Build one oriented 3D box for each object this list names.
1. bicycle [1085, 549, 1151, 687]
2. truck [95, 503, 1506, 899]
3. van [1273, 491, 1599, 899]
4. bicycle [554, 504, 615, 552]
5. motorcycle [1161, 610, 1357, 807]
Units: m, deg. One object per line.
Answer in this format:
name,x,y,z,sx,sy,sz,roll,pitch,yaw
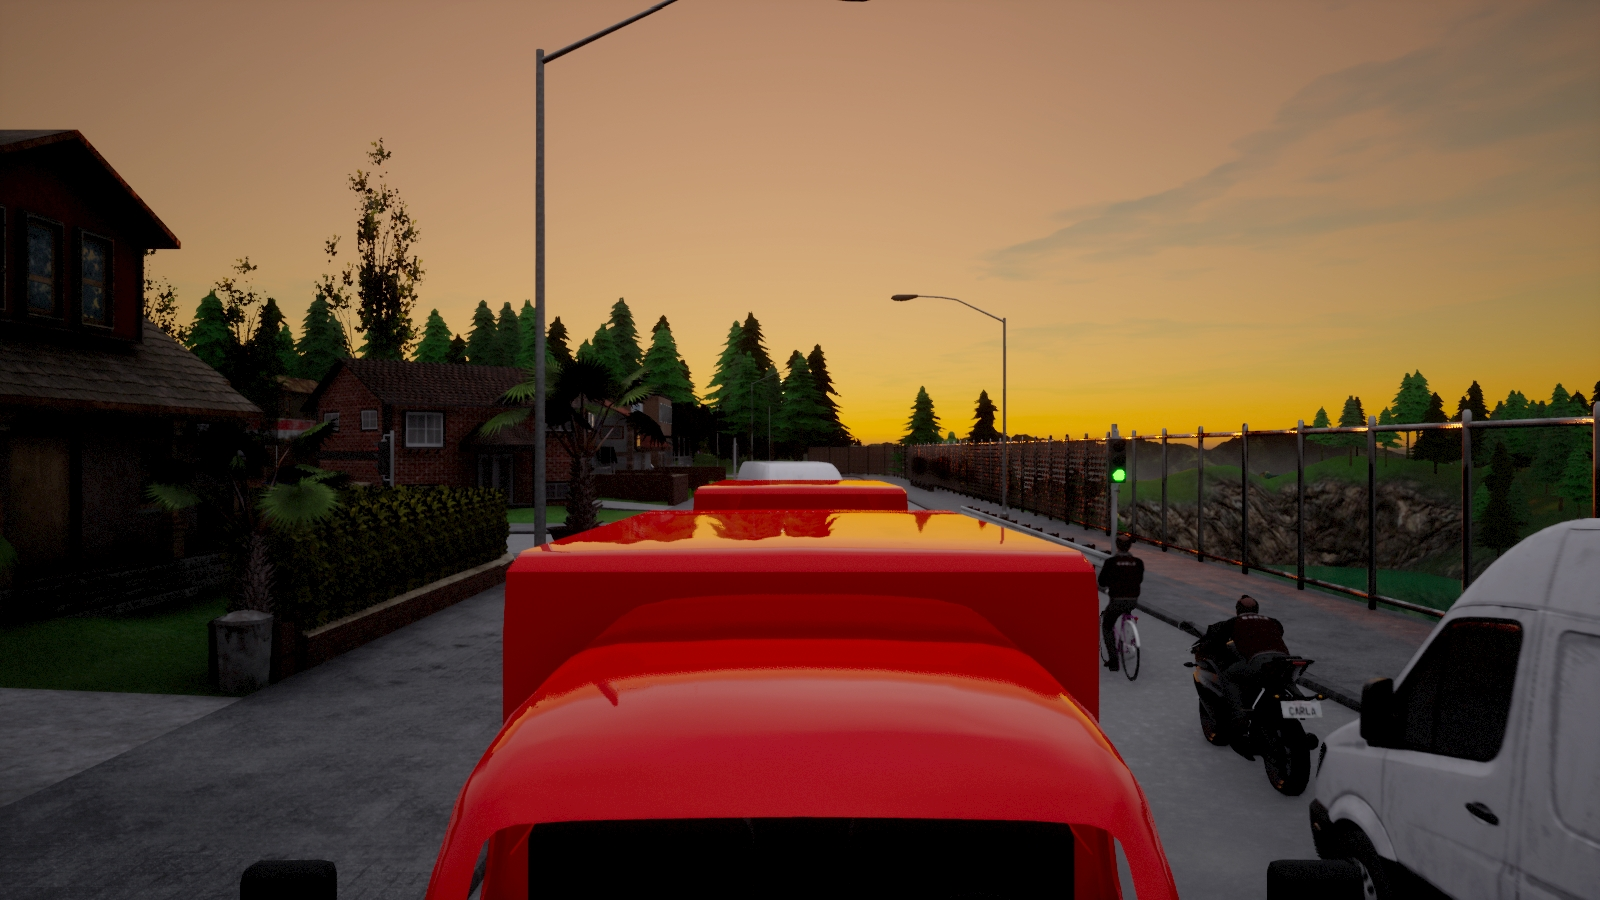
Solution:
bicycle,3.986,2.066,14.408,0.329,1.471,1.835,0,0,0
truck,-0.001,1.570,4.728,2.627,2.467,5.204,0,0,0
van,3.998,1.537,4.294,1.988,2.561,5.915,0,0,0
bicycle,-6.027,2.170,32.019,1.487,1.276,0.859,0,0,8
motorcycle,4.000,2.210,10.191,0.867,1.251,2.209,0,0,0
